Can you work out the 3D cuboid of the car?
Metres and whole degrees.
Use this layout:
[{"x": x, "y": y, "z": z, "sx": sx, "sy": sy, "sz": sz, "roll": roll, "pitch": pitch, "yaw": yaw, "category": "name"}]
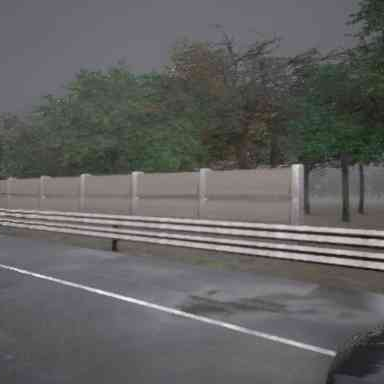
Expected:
[{"x": 3.257, "y": 1.505, "z": 1.670, "sx": 4.892, "sy": 1.490, "sz": 1.837, "roll": 0, "pitch": 0, "yaw": 36, "category": "car"}]
